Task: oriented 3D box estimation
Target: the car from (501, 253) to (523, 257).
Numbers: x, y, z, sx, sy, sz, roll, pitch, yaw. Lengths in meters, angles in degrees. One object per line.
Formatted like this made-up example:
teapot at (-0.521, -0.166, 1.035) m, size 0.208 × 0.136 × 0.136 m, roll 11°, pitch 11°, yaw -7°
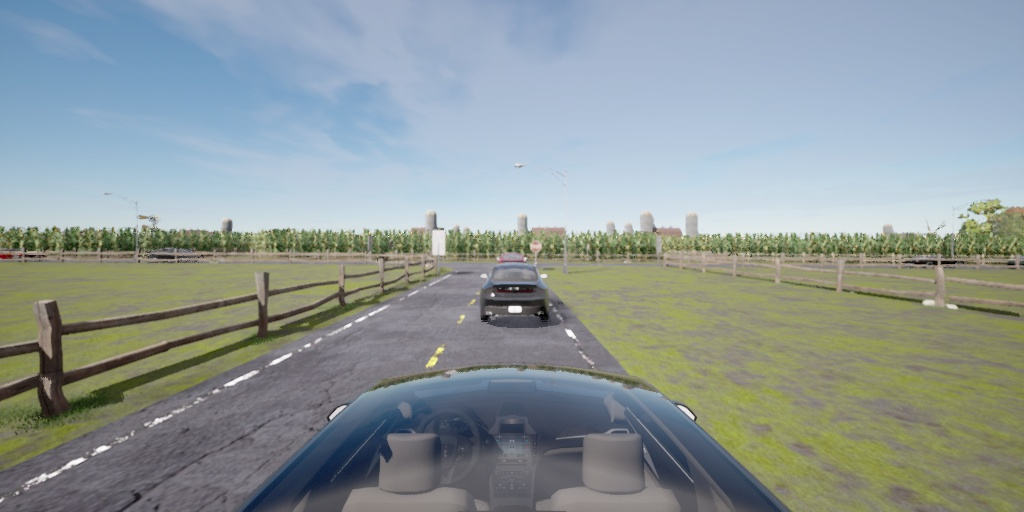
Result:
car at (-0.015, 0.526, 24.152) m, size 1.882 × 1.535 × 5.008 m, roll 0°, pitch 2°, yaw -1°

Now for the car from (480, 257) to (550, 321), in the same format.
car at (0.063, 0.963, 11.056) m, size 1.837 × 1.490 × 4.892 m, roll 0°, pitch 2°, yaw 0°

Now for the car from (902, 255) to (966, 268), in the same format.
car at (43.703, 0.571, 37.154) m, size 4.718 × 1.301 × 1.895 m, roll 1°, pitch 1°, yaw 1°

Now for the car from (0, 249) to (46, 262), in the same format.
car at (-51.893, -0.084, 37.302) m, size 4.718 × 1.301 × 1.895 m, roll 0°, pitch 1°, yaw 0°

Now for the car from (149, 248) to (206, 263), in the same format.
car at (-34.635, -0.091, 37.189) m, size 4.892 × 1.490 × 1.837 m, roll 0°, pitch 1°, yaw 0°
